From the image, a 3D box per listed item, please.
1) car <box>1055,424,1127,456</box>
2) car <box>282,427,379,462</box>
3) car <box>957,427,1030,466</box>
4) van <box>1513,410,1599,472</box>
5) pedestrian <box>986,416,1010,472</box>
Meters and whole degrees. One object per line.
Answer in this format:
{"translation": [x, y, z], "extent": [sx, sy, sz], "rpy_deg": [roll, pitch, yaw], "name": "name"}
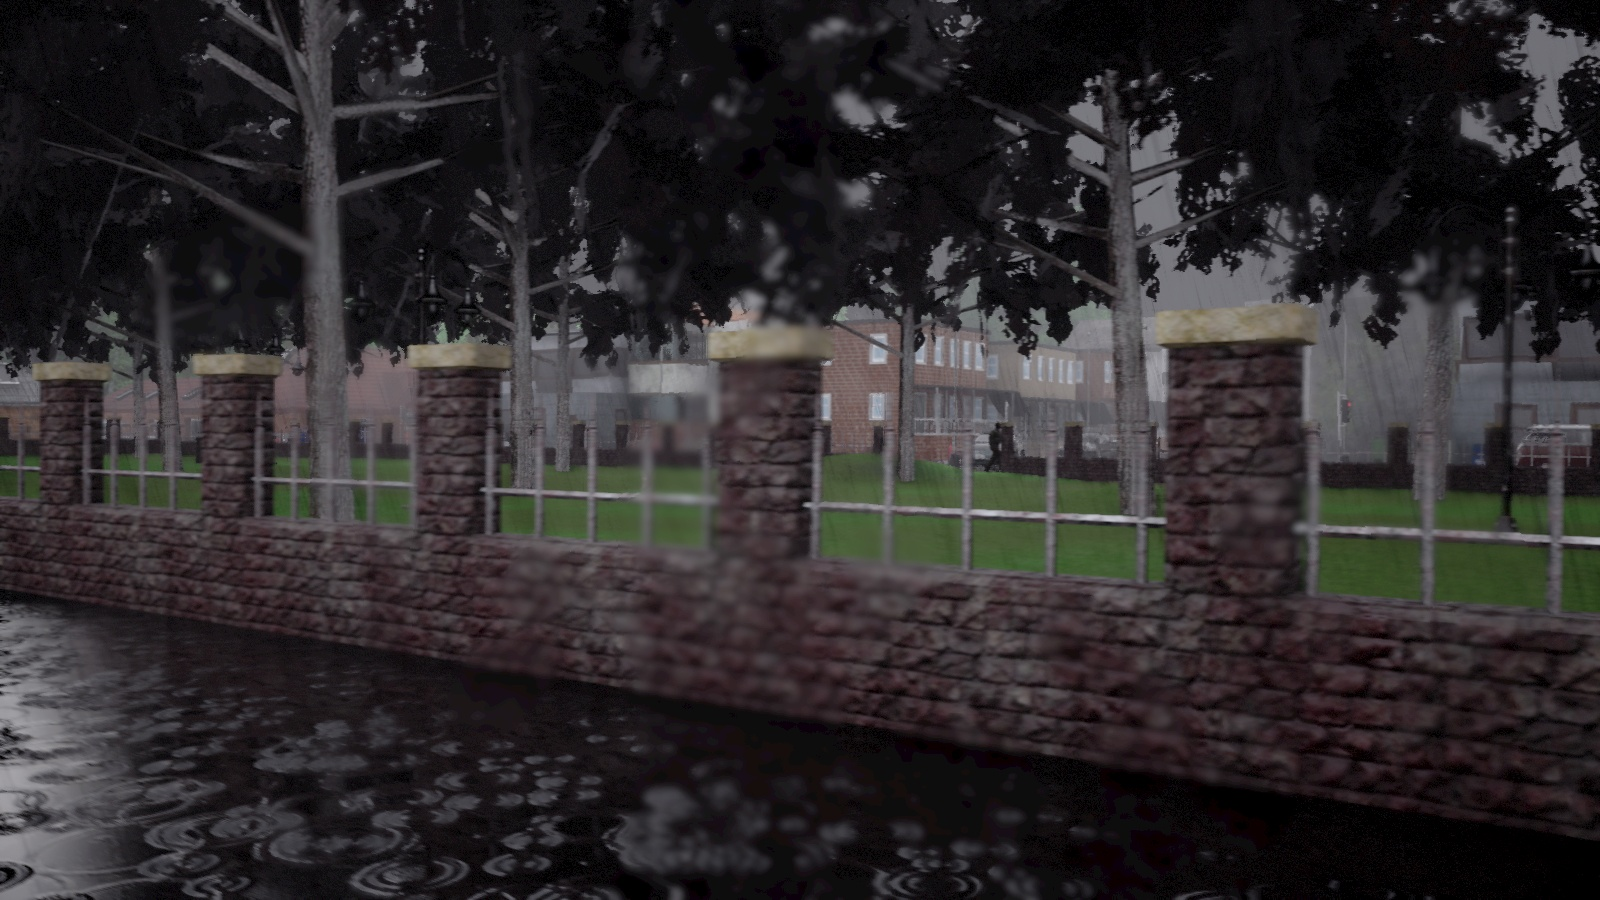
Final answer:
{"translation": [15.625, -0.549, 67.253], "extent": [2.152, 1.651, 5.027], "rpy_deg": [0, 1, 34], "name": "car"}
{"translation": [-28.789, -0.340, 77.005], "extent": [5.566, 2.045, 2.150], "rpy_deg": [0, 1, 21], "name": "car"}
{"translation": [8.687, -0.181, 55.961], "extent": [2.033, 1.649, 4.856], "rpy_deg": [-1, 1, 24], "name": "car"}
{"translation": [26.055, -0.315, 41.261], "extent": [4.442, 1.987, 1.775], "rpy_deg": [0, 1, 34], "name": "van"}
{"translation": [6.782, -0.207, 43.013], "extent": [0.692, 1.930, 0.395], "rpy_deg": [0, 1, 34], "name": "pedestrian"}
